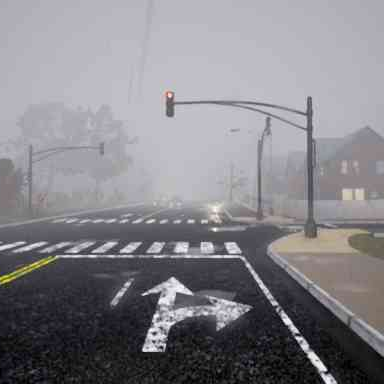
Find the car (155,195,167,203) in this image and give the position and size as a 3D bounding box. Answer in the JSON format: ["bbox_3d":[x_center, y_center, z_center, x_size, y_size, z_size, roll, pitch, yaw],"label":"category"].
[{"bbox_3d":[-6.373,1.465,68.130,1.882,1.535,5.008,0,0,5],"label":"car"}]

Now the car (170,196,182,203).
[{"bbox_3d":[-3.139,1.504,67.814,1.812,1.442,4.674,0,0,5],"label":"car"}]
